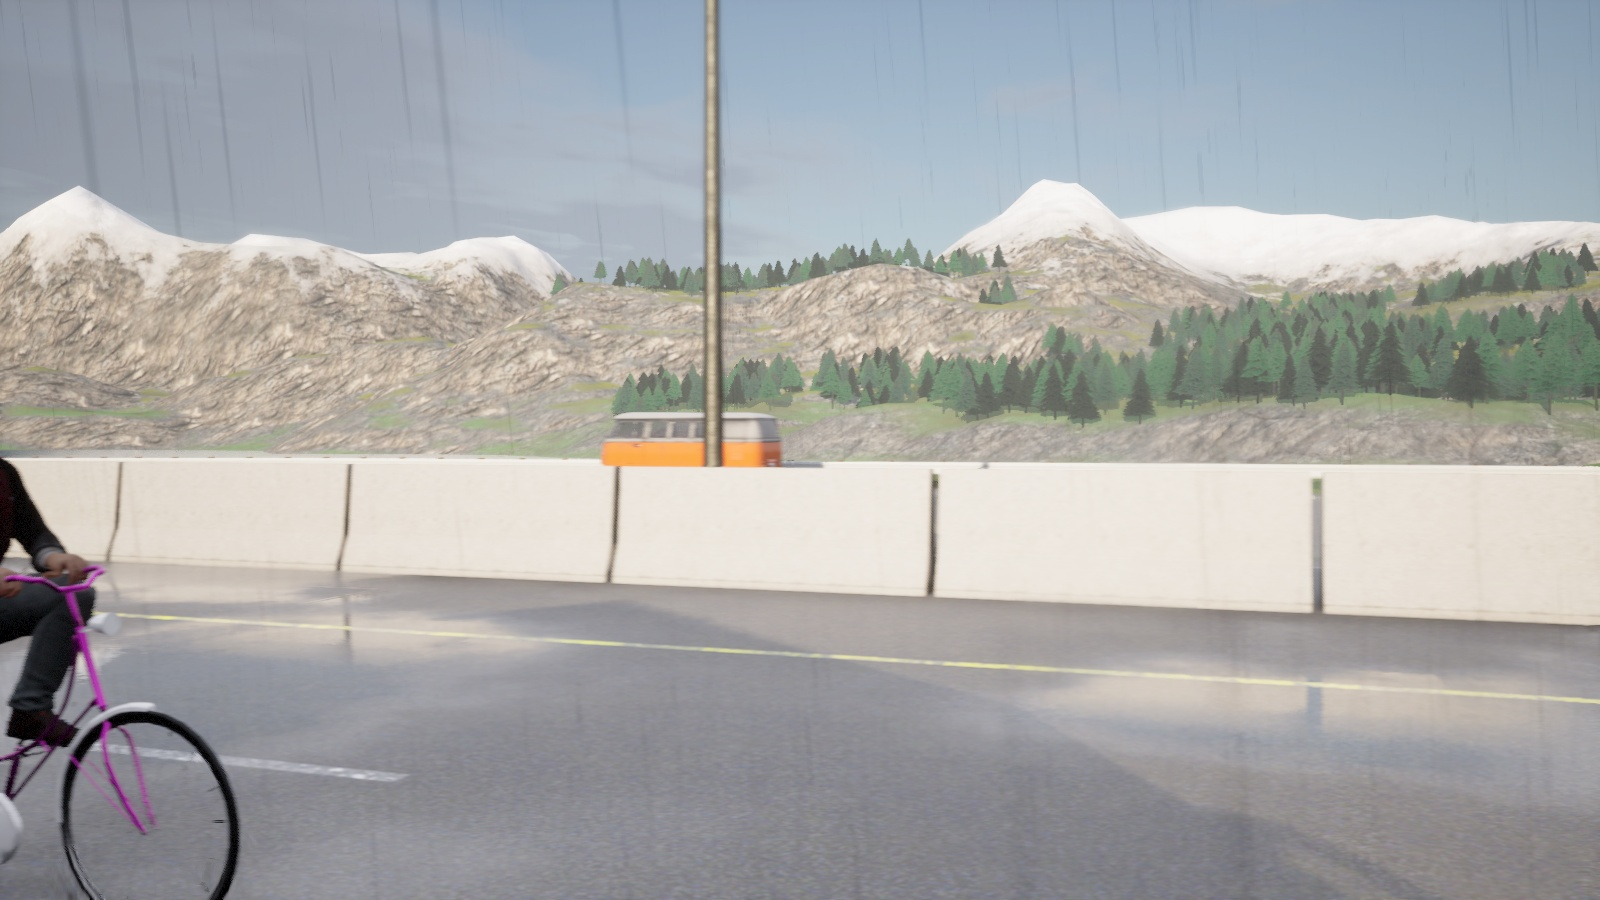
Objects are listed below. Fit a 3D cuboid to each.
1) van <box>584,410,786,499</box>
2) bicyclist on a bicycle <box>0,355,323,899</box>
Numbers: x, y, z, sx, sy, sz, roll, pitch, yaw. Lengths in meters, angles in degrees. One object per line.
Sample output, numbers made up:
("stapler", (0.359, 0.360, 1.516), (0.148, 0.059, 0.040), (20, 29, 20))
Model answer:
("van", (-2.730, 0.067, 29.964), (4.442, 1.987, 1.775), (1, 1, 19))
("bicyclist on a bicycle", (-2.522, 0.615, 4.043), (1.843, 1.776, 0.659), (1, 1, 19))
